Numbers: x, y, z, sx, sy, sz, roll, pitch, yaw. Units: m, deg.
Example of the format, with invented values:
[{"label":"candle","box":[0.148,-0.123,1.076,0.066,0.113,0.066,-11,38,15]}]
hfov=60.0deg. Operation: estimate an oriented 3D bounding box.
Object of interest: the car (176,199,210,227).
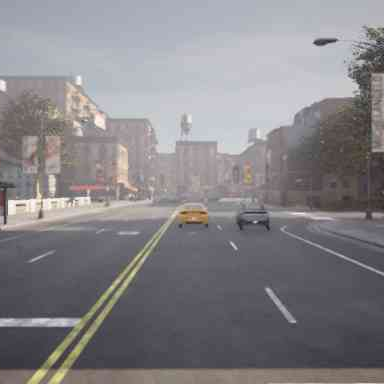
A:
[{"label":"car","box":[0.100,1.490,23.032,1.882,1.535,5.008,0,0,0]}]

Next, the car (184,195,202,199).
[{"label":"car","box":[0.229,1.596,57.855,1.994,1.385,4.181,0,0,2]}]

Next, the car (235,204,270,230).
[{"label":"car","box":[3.849,1.503,21.285,2.128,1.511,4.902,0,0,6]}]

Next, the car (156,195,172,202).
[{"label":"car","box":[-6.399,1.563,77.244,2.002,1.452,4.674,0,0,20]}]

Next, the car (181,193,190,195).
[{"label":"car","box":[-1.616,1.270,80.652,2.150,2.045,5.566,0,0,24]}]

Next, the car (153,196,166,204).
[{"label":"car","box":[-6.351,1.537,65.384,2.128,1.511,4.902,0,0,8]}]

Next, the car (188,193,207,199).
[{"label":"car","box":[1.233,1.596,78.517,1.994,1.385,4.181,0,0,24]}]

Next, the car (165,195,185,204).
[{"label":"car","box":[-3.164,1.635,62.901,1.895,1.301,4.718,0,0,7]}]

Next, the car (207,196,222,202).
[{"label":"car","box":[5.404,1.639,79.074,1.895,1.301,4.718,0,0,27]}]
